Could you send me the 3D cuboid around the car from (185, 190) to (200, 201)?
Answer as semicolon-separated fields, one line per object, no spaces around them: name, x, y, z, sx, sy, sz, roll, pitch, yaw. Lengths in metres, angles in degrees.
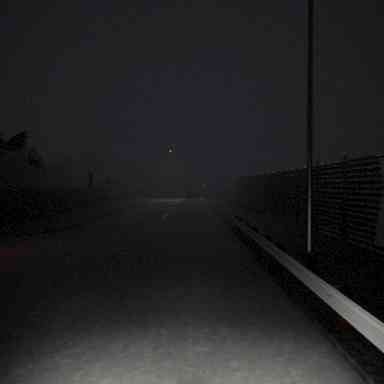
car;0.099;0.539;50.648;1.837;1.490;4.892;0;1;0
